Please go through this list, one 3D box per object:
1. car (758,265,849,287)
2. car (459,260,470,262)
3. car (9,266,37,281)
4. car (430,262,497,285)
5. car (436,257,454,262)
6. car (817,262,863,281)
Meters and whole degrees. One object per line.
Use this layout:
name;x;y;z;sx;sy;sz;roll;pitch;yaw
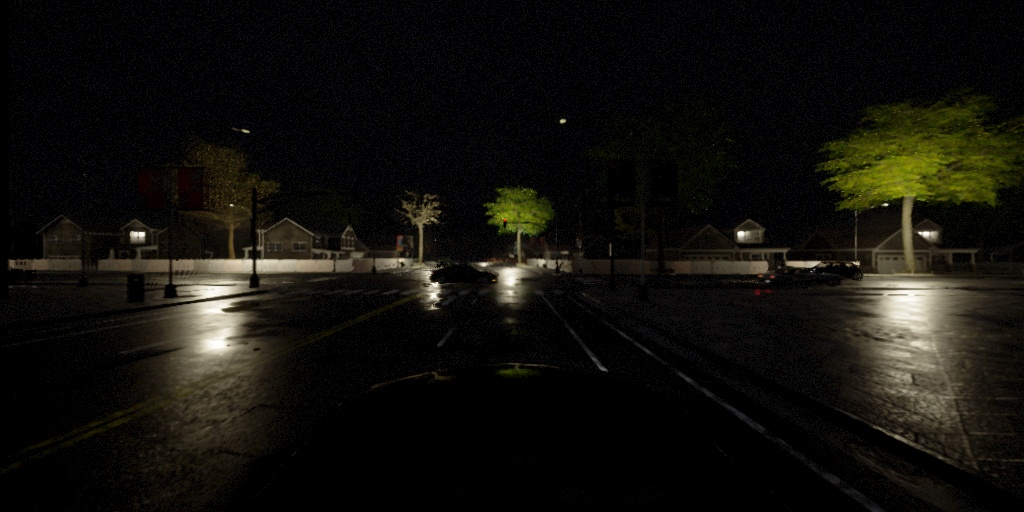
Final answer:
car;20.361;1.509;25.387;4.718;1.301;1.895;0;0;2
car;-8.451;1.436;61.863;1.837;1.490;4.892;0;0;-4
car;-40.254;1.375;27.895;4.718;1.301;1.895;0;0;2
car;-3.527;1.423;26.375;4.892;1.490;1.837;0;0;2
car;-11.671;1.154;61.455;2.150;2.045;5.566;0;0;-4
car;27.946;1.280;31.671;4.553;1.767;2.097;0;0;2
